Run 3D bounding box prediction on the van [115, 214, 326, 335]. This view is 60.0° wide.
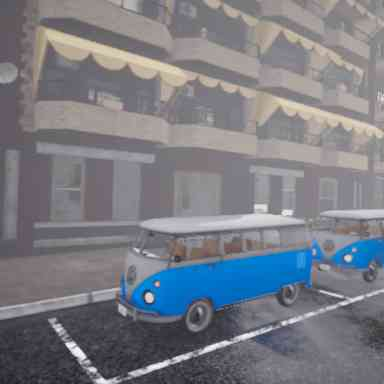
[{"bbox_3d":[0.619,1.373,6.504,3.998,1.788,1.690,1,1,-35],"label":"van"}]

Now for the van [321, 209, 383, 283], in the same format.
[{"bbox_3d":[5.126,1.418,9.712,3.998,1.788,1.690,1,1,-35],"label":"van"}]
